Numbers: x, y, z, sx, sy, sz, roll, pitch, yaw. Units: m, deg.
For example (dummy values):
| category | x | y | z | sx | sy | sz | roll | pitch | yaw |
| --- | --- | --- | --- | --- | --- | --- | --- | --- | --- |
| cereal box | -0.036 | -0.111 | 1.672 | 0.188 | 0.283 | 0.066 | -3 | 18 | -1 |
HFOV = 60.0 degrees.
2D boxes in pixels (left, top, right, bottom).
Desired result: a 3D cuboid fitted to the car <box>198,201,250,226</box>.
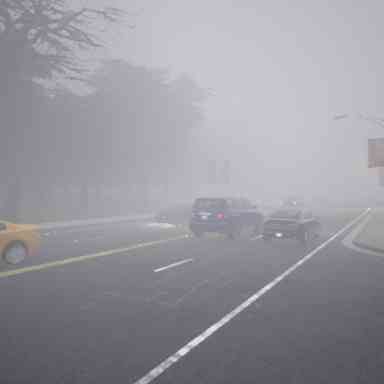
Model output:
| category | x | y | z | sx | sy | sz | roll | pitch | yaw |
| --- | --- | --- | --- | --- | --- | --- | --- | --- | --- |
| car | 2.511 | 1.489 | 24.987 | 1.882 | 1.535 | 5.008 | 0 | 0 | 31 |

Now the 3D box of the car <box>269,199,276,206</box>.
| category | x | y | z | sx | sy | sz | roll | pitch | yaw |
| --- | --- | --- | --- | --- | --- | --- | --- | --- | --- |
| car | 9.391 | 1.530 | 42.639 | 1.895 | 1.301 | 4.718 | 0 | 0 | 31 |

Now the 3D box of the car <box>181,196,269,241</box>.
| category | x | y | z | sx | sy | sz | roll | pitch | yaw |
| --- | --- | --- | --- | --- | --- | --- | --- | --- | --- |
| car | 1.961 | 1.247 | 17.397 | 2.150 | 2.045 | 5.566 | 0 | 0 | 31 |

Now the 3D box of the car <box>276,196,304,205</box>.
| category | x | y | z | sx | sy | sz | roll | pitch | yaw |
| --- | --- | --- | --- | --- | --- | --- | --- | --- | --- |
| car | 12.460 | 1.293 | 41.447 | 2.097 | 1.767 | 4.553 | 0 | 1 | 31 |

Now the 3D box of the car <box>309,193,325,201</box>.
| category | x | y | z | sx | sy | sz | roll | pitch | yaw |
| --- | --- | --- | --- | --- | --- | --- | --- | --- | --- |
| car | 20.552 | 0.807 | 54.726 | 2.097 | 1.767 | 4.553 | 0 | 1 | 31 |

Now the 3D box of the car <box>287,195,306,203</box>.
| category | x | y | z | sx | sy | sz | roll | pitch | yaw |
| --- | --- | --- | --- | --- | --- | --- | --- | --- | --- |
| car | 17.739 | 1.135 | 56.357 | 1.895 | 1.301 | 4.718 | 0 | 1 | 31 |

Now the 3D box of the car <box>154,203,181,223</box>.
| category | x | y | z | sx | sy | sz | roll | pitch | yaw |
| --- | --- | --- | --- | --- | --- | --- | --- | --- | --- |
| car | -1.018 | 1.560 | 25.428 | 1.994 | 1.385 | 4.181 | 0 | 0 | 31 |

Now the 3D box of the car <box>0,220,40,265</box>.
| category | x | y | z | sx | sy | sz | roll | pitch | yaw |
| --- | --- | --- | --- | --- | --- | --- | --- | --- | --- |
| car | -6.888 | 1.452 | 9.404 | 1.882 | 1.535 | 5.008 | 0 | 0 | 31 |

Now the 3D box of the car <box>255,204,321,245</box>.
| category | x | y | z | sx | sy | sz | roll | pitch | yaw |
| --- | --- | --- | --- | --- | --- | --- | --- | --- | --- |
| car | 4.898 | 1.545 | 15.983 | 1.837 | 1.490 | 4.892 | 0 | 0 | 31 |
